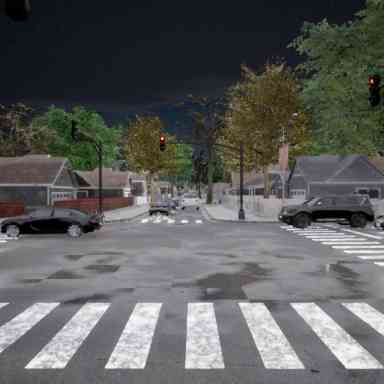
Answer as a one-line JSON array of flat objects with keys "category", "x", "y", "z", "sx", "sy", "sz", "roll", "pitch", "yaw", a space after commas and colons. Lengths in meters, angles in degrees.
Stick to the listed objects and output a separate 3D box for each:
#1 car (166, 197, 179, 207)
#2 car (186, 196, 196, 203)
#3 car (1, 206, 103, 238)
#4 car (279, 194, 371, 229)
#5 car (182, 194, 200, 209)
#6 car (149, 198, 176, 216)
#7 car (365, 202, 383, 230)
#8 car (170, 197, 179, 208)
[{"category": "car", "x": -3.032, "y": 1.568, "z": 53.018, "sx": 1.812, "sy": 1.442, "sz": 4.674, "roll": 0, "pitch": 0, "yaw": 0}, {"category": "car", "x": -0.229, "y": 1.631, "z": 70.217, "sx": 1.994, "sy": 1.385, "sz": 4.181, "roll": 0, "pitch": 0, "yaw": 0}, {"category": "car", "x": -7.204, "y": 1.507, "z": 17.273, "sx": 5.008, "sy": 1.535, "sz": 1.882, "roll": 0, "pitch": 0, "yaw": 0}, {"category": "car", "x": 8.251, "y": 1.161, "z": 20.512, "sx": 5.566, "sy": 2.045, "sz": 2.150, "roll": 0, "pitch": 0, "yaw": 0}, {"category": "car", "x": -0.178, "y": 1.253, "z": 44.778, "sx": 2.150, "sy": 2.045, "sz": 5.566, "roll": 0, "pitch": 0, "yaw": 1}, {"category": "car", "x": -3.032, "y": 1.567, "z": 32.879, "sx": 2.033, "sy": 1.411, "sz": 5.357, "roll": 0, "pitch": 0, "yaw": 0}, {"category": "car", "x": 12.095, "y": 1.410, "z": 17.246, "sx": 4.902, "sy": 1.511, "sz": 2.128, "roll": 0, "pitch": 0, "yaw": 0}, {"category": "car", "x": -3.013, "y": 1.594, "z": 42.768, "sx": 1.994, "sy": 1.385, "sz": 4.181, "roll": 0, "pitch": 0, "yaw": 0}]
